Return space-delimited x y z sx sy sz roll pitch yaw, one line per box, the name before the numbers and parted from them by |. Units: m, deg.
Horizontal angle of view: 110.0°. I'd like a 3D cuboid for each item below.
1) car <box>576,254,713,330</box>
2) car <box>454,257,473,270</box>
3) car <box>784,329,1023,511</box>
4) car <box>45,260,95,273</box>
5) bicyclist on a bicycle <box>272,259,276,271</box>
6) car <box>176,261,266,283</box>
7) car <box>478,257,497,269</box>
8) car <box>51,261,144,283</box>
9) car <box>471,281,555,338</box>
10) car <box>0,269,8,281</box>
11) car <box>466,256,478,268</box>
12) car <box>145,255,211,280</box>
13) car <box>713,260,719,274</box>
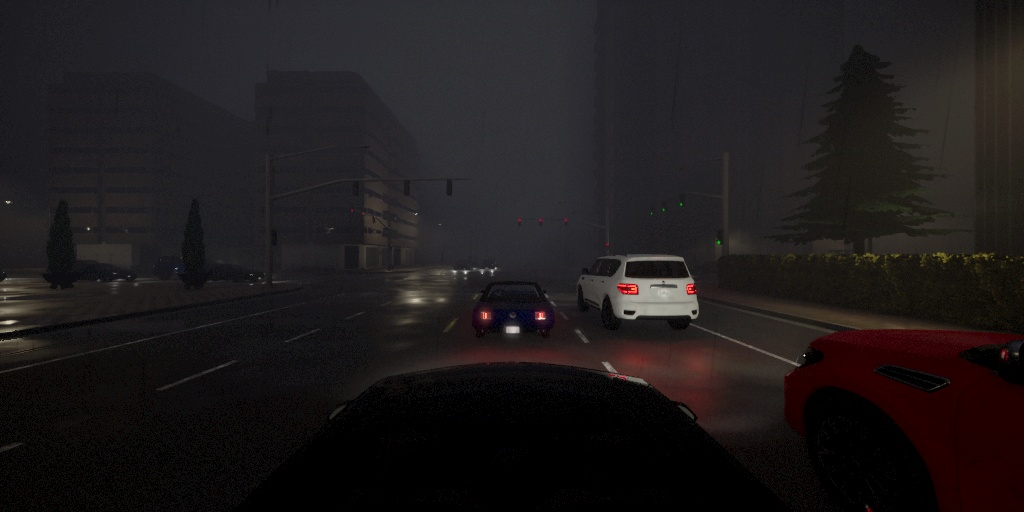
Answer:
car | 3.575 0.971 11.300 2.150 2.045 5.566 0 0 -2
car | -7.155 1.276 51.563 1.812 1.442 4.674 0 0 0
car | 3.601 0.971 0.938 2.150 2.045 5.566 0 0 0
car | -36.971 1.102 30.927 4.553 1.767 2.097 0 0 1
bicyclist on a bicycle | -28.697 1.051 42.836 0.582 1.620 1.656 0 0 0
car | -21.805 1.298 27.267 5.357 1.411 2.033 0 0 1
car | -3.675 1.255 55.476 1.837 1.490 4.892 0 0 0
car | -31.548 1.276 27.378 4.674 1.442 1.812 0 0 1
car | 0.044 1.351 10.171 1.895 1.301 4.718 0 0 0
car | -41.843 1.276 27.466 4.674 1.442 1.812 0 0 1
car | -7.160 0.963 63.122 2.150 2.045 5.566 0 1 0
car | -27.498 0.971 30.842 5.566 2.045 2.150 0 0 0
car | 20.822 1.228 37.631 5.008 1.535 1.882 0 0 1
